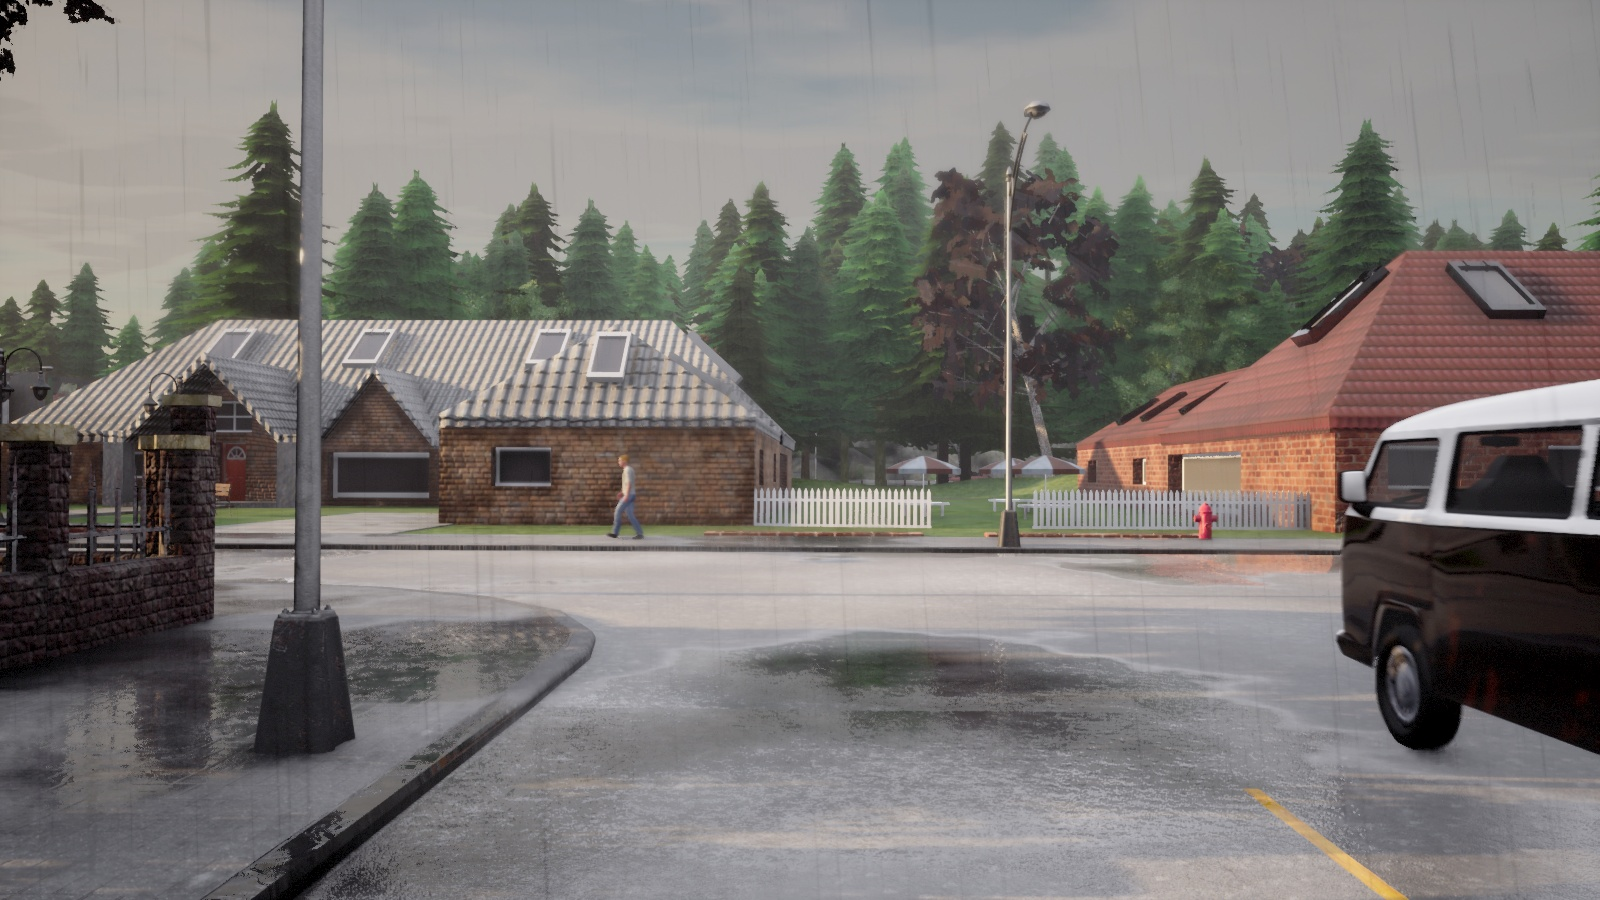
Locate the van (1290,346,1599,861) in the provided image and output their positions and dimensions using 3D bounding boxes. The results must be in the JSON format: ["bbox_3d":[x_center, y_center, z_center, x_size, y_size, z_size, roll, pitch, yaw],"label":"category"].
[{"bbox_3d":[4.223,0.622,6.010,2.069,2.038,4.480,0,-1,1],"label":"van"}]

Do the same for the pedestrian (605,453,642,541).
[{"bbox_3d":[-3.692,0.979,26.313,0.706,1.836,0.354,0,-1,1],"label":"pedestrian"}]
